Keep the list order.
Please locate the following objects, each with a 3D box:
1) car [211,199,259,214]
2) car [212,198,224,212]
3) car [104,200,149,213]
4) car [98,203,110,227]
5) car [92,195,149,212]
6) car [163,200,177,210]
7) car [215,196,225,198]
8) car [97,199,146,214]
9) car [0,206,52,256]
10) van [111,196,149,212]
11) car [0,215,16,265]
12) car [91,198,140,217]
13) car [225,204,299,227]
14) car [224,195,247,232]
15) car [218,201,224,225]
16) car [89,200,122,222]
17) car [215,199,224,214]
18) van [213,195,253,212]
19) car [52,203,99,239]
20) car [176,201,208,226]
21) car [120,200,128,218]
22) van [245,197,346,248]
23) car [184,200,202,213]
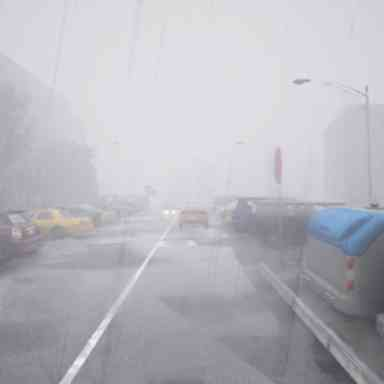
[{"bbox_3d":[4.693,1.591,36.774,5.008,1.535,2.097,0,-1,0],"label":"car"},{"bbox_3d":[4.872,1.567,31.066,5.366,1.575,1.946,0,0,0],"label":"car"},{"bbox_3d":[-7.671,1.649,39.290,4.792,1.488,2.163,0,-1,0],"label":"car"},{"bbox_3d":[-7.674,1.568,19.755,4.792,1.488,2.163,0,0,0],"label":"car"},{"bbox_3d":[-7.614,1.328,33.724,5.566,2.045,2.435,0,0,0],"label":"car"},{"bbox_3d":[-3.017,1.836,47.404,2.128,1.511,4.902,0,-2,1],"label":"car"},{"bbox_3d":[4.656,1.453,33.985,4.553,1.767,2.185,0,0,0],"label":"car"},{"bbox_3d":[-7.641,1.591,36.458,5.008,1.535,2.097,0,0,0],"label":"car"},{"bbox_3d":[-7.616,1.389,11.373,4.553,1.767,2.185,0,0,0],"label":"car"},{"bbox_3d":[-7.758,1.444,42.080,4.442,1.987,1.878,0,-1,0],"label":"van"},{"bbox_3d":[-7.642,1.507,8.581,4.892,1.521,2.231,0,0,0],"label":"car"},{"bbox_3d":[-7.614,1.600,30.930,4.792,1.488,2.163,0,0,0],"label":"car"},{"bbox_3d":[4.682,1.586,22.818,4.674,1.452,2.002,0,0,0],"label":"car"},{"bbox_3d":[4.712,1.279,17.237,5.566,2.045,2.435,0,0,0],"label":"car"},{"bbox_3d":[4.499,1.535,19.902,5.366,1.575,1.946,0,0,0],"label":"car"},{"bbox_3d":[-7.831,1.544,22.549,5.366,1.575,1.946,0,0,0],"label":"car"},{"bbox_3d":[4.657,1.591,28.274,4.792,1.488,2.163,0,0,0],"label":"car"},{"bbox_3d":[4.805,1.396,39.552,4.442,1.987,1.878,0,-1,0],"label":"van"},{"bbox_3d":[-7.832,1.527,16.962,5.366,1.575,1.946,0,0,0],"label":"car"},{"bbox_3d":[0.105,1.547,23.880,1.882,1.535,5.008,0,0,0],"label":"car"},{"bbox_3d":[-7.674,1.584,25.343,4.792,1.488,2.163,0,0,0],"label":"car"},{"bbox_3d":[4.800,1.296,14.446,4.442,1.987,1.878,0,0,0],"label":"van"},{"bbox_3d":[0.110,1.711,39.713,1.994,1.385,4.181,0,-1,0],"label":"car"}]
